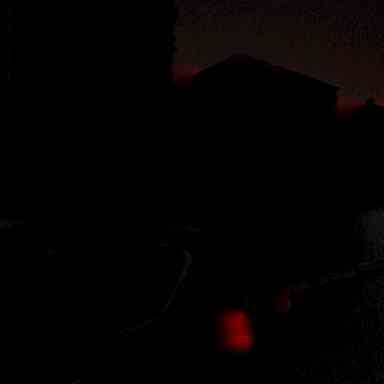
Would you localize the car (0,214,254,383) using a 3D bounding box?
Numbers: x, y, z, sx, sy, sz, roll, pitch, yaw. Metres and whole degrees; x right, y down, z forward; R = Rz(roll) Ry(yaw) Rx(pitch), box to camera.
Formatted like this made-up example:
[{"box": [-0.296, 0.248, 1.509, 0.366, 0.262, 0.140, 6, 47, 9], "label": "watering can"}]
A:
[{"box": [-2.108, 1.222, 1.874, 5.566, 2.045, 2.150, 0, 0, -35], "label": "car"}]
